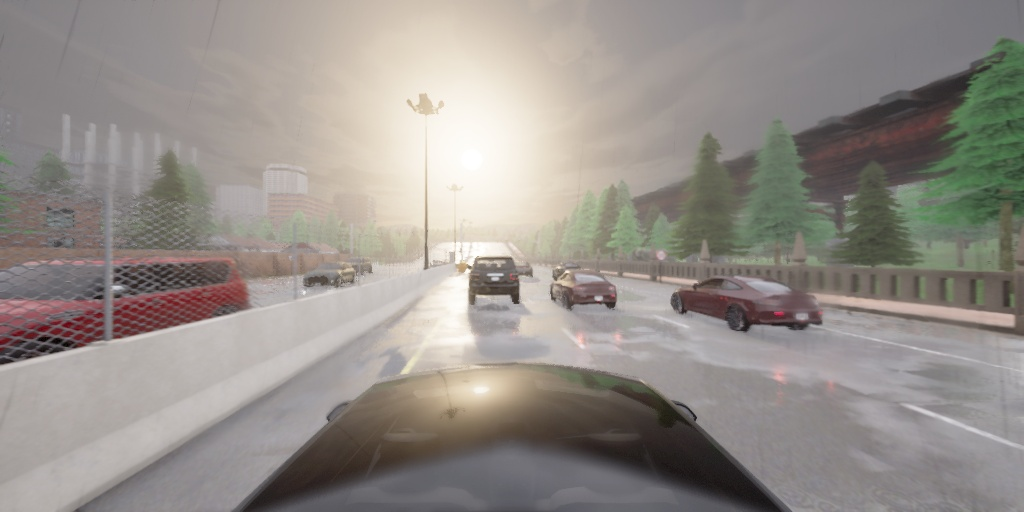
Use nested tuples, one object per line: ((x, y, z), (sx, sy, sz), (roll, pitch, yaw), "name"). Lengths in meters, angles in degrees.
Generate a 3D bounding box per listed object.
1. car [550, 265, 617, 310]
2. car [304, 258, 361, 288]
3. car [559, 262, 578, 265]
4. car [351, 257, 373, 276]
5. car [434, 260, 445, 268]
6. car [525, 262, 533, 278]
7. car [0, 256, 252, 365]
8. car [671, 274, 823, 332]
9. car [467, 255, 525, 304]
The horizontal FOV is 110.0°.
((2.776, 1.282, 14.596), (1.812, 1.442, 4.674), (0, 0, -5), "car")
((-12.434, 1.197, 24.794), (2.097, 1.767, 4.553), (0, 0, -6), "car")
((4.748, 1.264, 30.996), (2.128, 1.511, 4.902), (0, 0, -6), "car")
((-17.434, 1.112, 40.555), (2.150, 2.045, 5.566), (0, 0, -5), "car")
((-12.333, 1.449, 61.110), (2.033, 1.411, 5.357), (0, 0, -6), "car")
((0.866, 1.288, 34.786), (2.128, 1.511, 4.902), (0, 0, -6), "car")
((-7.313, 1.014, 6.367), (2.150, 2.045, 5.566), (0, 0, -2), "car")
((6.610, 1.258, 10.666), (1.812, 1.442, 4.674), (0, 0, -4), "car")
((-0.916, 0.998, 16.823), (2.150, 2.045, 5.566), (0, 0, -5), "car")
